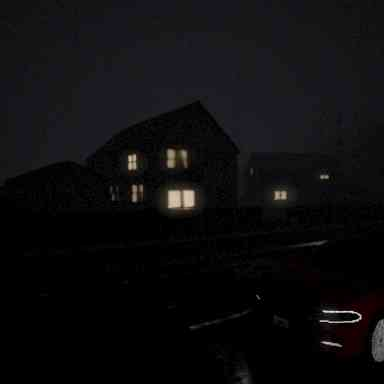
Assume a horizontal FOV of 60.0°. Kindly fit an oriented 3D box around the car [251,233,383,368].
[{"bbox_3d":[3.247,1.526,6.003,5.008,1.535,1.882,1,0,-36],"label":"car"}]
